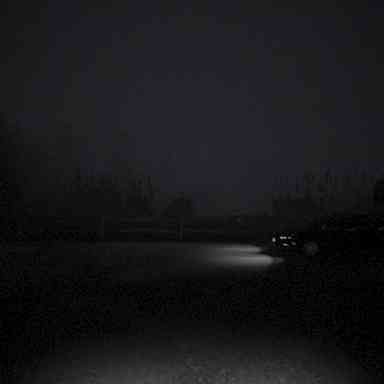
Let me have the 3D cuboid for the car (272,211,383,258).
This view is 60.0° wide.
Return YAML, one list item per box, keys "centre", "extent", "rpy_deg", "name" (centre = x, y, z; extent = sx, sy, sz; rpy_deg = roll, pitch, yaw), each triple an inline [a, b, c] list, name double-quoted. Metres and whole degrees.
- centre: [5.381, 1.478, 12.010]
  extent: [4.892, 1.490, 1.837]
  rpy_deg: [0, 0, -1]
  name: "car"
